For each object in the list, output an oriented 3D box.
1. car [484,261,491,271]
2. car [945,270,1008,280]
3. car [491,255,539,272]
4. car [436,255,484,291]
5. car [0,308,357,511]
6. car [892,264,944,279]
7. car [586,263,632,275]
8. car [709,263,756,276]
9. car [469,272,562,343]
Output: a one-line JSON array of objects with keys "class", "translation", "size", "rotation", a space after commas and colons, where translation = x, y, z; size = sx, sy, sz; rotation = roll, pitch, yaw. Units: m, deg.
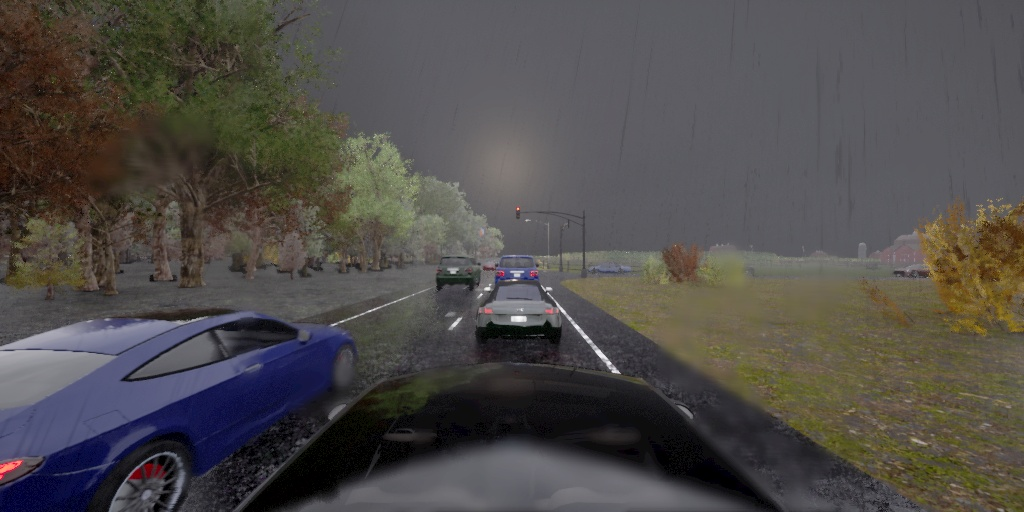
[{"class": "car", "translation": [-2.938, 1.322, 50.444], "size": [1.994, 1.385, 4.181], "rotation": [0, 0, 1]}, {"class": "car", "translation": [49.441, 1.849, 37.981], "size": [4.181, 1.385, 1.994], "rotation": [1, -1, 2]}, {"class": "car", "translation": [0.263, 0.976, 19.085], "size": [2.150, 2.045, 5.566], "rotation": [0, 0, 1]}, {"class": "car", "translation": [-3.206, 0.976, 22.269], "size": [2.150, 2.045, 5.566], "rotation": [0, 0, 0]}, {"class": "car", "translation": [-3.386, 1.276, 3.777], "size": [1.812, 1.442, 4.674], "rotation": [0, 0, 1]}, {"class": "car", "translation": [47.155, 1.670, 41.601], "size": [4.553, 1.767, 2.097], "rotation": [0, -1, 1]}, {"class": "car", "translation": [11.381, 1.483, 42.582], "size": [5.357, 1.411, 2.033], "rotation": [1, -1, 7]}, {"class": "car", "translation": [25.713, 1.591, 41.941], "size": [4.892, 1.490, 1.837], "rotation": [1, -1, 1]}, {"class": "car", "translation": [0.169, 1.316, 9.672], "size": [1.994, 1.385, 4.181], "rotation": [0, 0, 1]}]
